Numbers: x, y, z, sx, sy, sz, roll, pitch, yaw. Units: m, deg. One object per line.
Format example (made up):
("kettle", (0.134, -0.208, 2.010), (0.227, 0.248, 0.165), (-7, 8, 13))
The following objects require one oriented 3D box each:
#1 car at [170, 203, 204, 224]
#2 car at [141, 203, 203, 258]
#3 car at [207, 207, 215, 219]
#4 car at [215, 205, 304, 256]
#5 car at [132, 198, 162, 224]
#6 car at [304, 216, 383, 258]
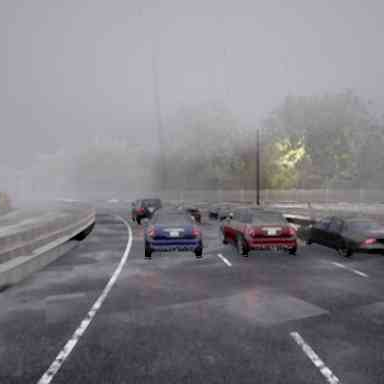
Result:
("car", (-0.591, 1.809, 29.517), (1.837, 1.490, 4.892), (0, 0, -16))
("car", (-0.886, 1.492, 13.636), (2.097, 1.767, 4.553), (0, -1, -7))
("car", (2.822, 1.875, 30.305), (1.994, 1.385, 4.181), (0, -1, -16))
("car", (2.591, 1.496, 14.031), (2.097, 1.767, 4.553), (0, -1, -7))
("car", (-3.715, 1.509, 27.729), (2.150, 2.045, 5.566), (0, 0, -15))
("car", (6.195, 1.687, 13.525), (2.033, 1.411, 5.357), (0, -1, -7))
